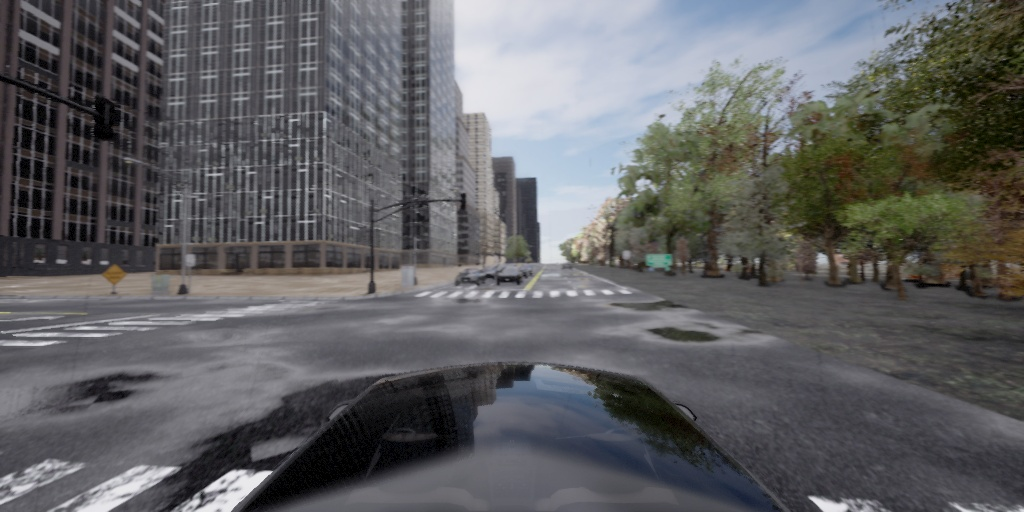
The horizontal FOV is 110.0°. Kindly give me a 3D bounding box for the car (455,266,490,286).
[{"bbox_3d":[-3.405,1.744,29.951,1.994,1.385,4.181,-1,-1,6],"label":"car"}]

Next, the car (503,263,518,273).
[{"bbox_3d":[-0.219,1.984,59.425,1.882,1.535,5.008,-1,-1,6],"label":"car"}]

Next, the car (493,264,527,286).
[{"bbox_3d":[-0.101,1.602,30.314,1.882,1.535,5.008,-1,-1,6],"label":"car"}]

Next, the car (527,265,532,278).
[{"bbox_3d":[0.881,1.828,39.600,1.895,1.301,4.718,-1,-1,6],"label":"car"}]

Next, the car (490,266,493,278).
[{"bbox_3d":[-2.435,1.829,39.135,2.033,1.411,5.357,-1,-1,6],"label":"car"}]

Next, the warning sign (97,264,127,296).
[{"bbox_3d":[-23.958,1.415,21.570,1.060,1.860,1.300,0,0,2],"label":"warning sign"}]
